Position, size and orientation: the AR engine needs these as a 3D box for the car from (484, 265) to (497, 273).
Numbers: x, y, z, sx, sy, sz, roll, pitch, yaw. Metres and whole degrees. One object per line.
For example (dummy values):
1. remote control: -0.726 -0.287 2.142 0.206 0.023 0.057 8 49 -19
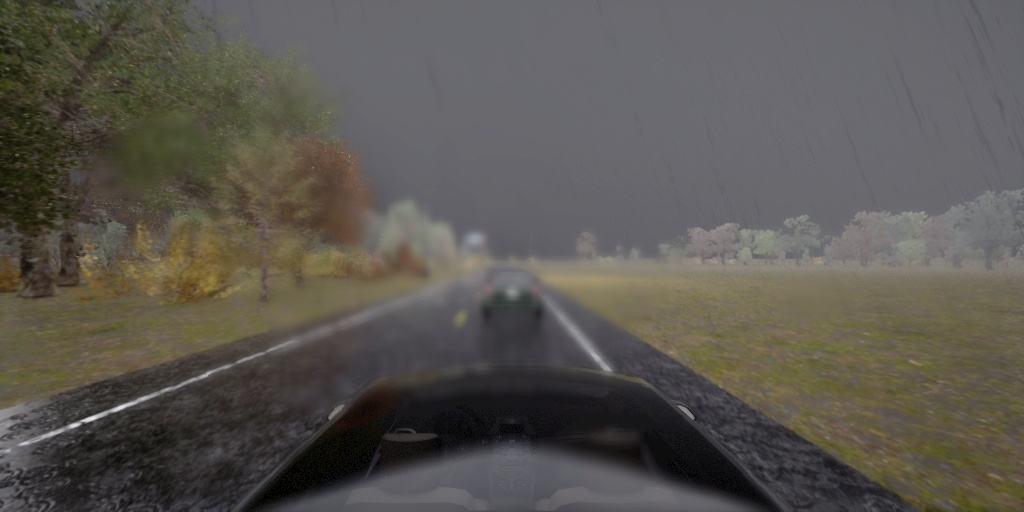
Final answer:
1. car: -3.570 2.136 60.214 1.895 1.301 4.718 0 -1 1

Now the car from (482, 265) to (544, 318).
1. car: 0.040 1.265 13.934 2.097 1.767 4.553 0 -1 0
